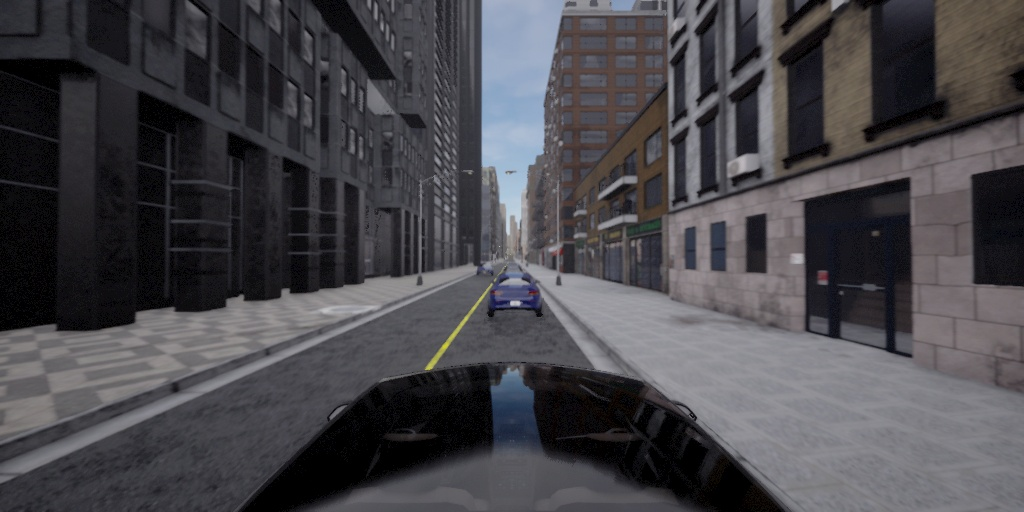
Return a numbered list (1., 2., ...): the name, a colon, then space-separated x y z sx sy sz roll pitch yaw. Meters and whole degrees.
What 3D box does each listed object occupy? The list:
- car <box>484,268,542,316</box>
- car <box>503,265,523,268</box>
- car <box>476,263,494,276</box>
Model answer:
1. car: 0.101 1.339 13.625 1.812 1.442 4.674 0 0 0
2. car: 0.097 1.474 31.771 1.994 1.385 4.181 0 0 0
3. car: -3.004 1.506 41.285 1.812 1.442 4.674 0 0 0
